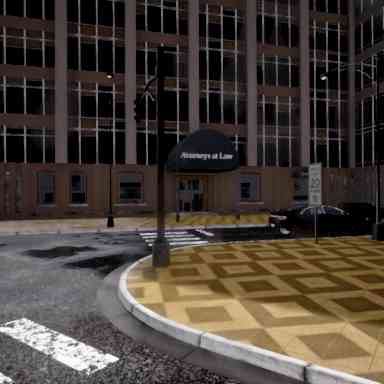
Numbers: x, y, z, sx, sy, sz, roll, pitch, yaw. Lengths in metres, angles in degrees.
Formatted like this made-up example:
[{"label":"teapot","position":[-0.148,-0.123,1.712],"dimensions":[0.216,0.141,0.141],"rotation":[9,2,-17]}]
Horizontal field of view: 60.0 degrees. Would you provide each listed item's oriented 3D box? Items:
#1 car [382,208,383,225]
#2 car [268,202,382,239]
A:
[{"label":"car","position":[9.329,1.326,19.637],"dimensions":[4.674,1.442,1.812],"rotation":[0,0,-14]},{"label":"car","position":[6.075,1.309,15.896],"dimensions":[4.902,1.511,2.128],"rotation":[0,0,-14]}]
